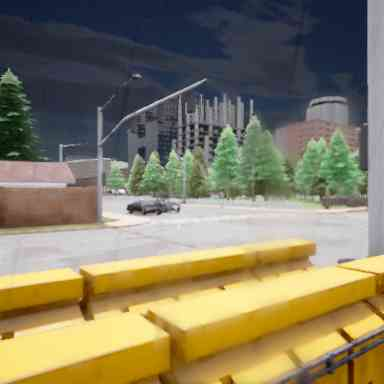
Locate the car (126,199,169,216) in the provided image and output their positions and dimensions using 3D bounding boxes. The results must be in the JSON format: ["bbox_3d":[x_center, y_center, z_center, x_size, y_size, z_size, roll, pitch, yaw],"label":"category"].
[{"bbox_3d":[-4.743,1.537,32.913,2.033,1.411,5.357,0,0,-33],"label":"car"}]

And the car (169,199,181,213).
[{"bbox_3d":[-3.020,1.478,36.656,2.128,1.511,4.902,0,0,-33],"label":"car"}]
